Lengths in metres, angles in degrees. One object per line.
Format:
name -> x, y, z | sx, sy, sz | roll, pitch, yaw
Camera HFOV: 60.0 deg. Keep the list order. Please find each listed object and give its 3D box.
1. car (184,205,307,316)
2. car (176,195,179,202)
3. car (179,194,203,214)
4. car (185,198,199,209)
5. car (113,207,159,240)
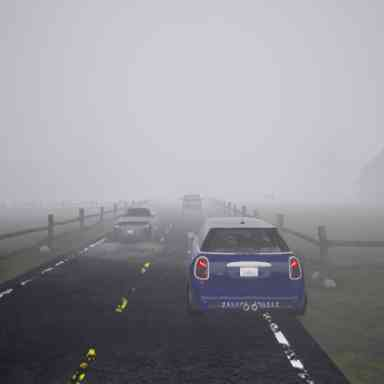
car -> 0.948, 1.351, 7.669 | 2.097, 1.767, 4.553 | 0, 0, 0
car -> -2.895, 1.557, 79.626 | 2.128, 1.511, 4.902 | 0, 0, 0
car -> 0.006, 1.234, 35.704 | 2.150, 2.045, 5.566 | 0, 0, 0
car -> -0.035, 1.548, 46.349 | 1.812, 1.442, 4.674 | 0, 0, 0
car -> -2.782, 1.527, 17.303 | 1.812, 1.442, 4.674 | 0, 0, 0
